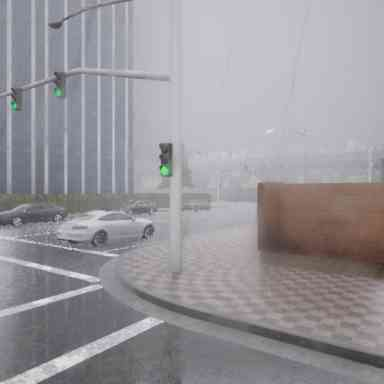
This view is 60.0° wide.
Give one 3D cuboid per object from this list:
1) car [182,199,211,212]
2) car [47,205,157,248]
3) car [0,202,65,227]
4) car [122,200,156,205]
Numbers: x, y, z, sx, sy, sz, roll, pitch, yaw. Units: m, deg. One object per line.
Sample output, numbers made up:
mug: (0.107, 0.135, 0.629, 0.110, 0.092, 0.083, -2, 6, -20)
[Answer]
car: (0.480, 1.564, 39.072, 1.994, 1.385, 4.181, 0, 0, 35)
car: (-3.657, 1.526, 14.836, 1.812, 1.442, 4.674, 0, 0, 35)
car: (-11.008, 1.505, 22.940, 1.837, 1.490, 4.892, 0, 0, 35)
car: (-5.298, 1.492, 30.968, 2.128, 1.511, 4.902, 0, 0, 35)
